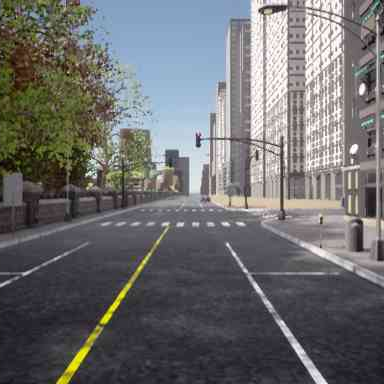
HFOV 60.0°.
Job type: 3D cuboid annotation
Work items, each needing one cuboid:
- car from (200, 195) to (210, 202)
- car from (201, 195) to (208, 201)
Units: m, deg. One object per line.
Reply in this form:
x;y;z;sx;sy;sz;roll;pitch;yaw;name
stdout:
3.113;1.397;78.327;2.097;1.767;4.553;0;0;0;car
3.149;1.583;85.357;1.812;1.442;4.674;0;0;0;car
